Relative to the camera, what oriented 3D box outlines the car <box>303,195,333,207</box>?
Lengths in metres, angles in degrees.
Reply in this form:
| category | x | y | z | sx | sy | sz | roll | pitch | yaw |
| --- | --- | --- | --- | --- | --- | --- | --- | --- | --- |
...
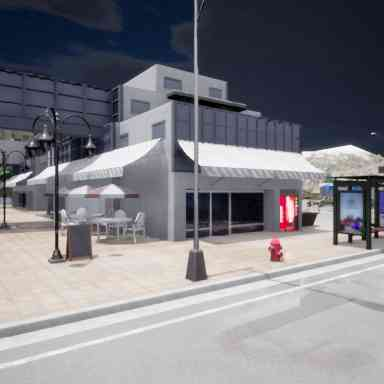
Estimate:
| category | x | y | z | sx | sy | sz | roll | pitch | yaw |
| --- | --- | --- | --- | --- | --- | --- | --- | --- | --- |
| car | 19.116 | 1.345 | 48.773 | 5.027 | 1.636 | 2.152 | 0 | 0 | -36 |

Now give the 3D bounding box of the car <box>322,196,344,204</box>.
| category | x | y | z | sx | sy | sz | roll | pitch | yaw |
| --- | --- | --- | --- | --- | --- | --- | --- | --- | --- |
| car | 28.398 | 1.489 | 66.886 | 4.514 | 1.523 | 2.007 | 0 | 0 | -36 |
